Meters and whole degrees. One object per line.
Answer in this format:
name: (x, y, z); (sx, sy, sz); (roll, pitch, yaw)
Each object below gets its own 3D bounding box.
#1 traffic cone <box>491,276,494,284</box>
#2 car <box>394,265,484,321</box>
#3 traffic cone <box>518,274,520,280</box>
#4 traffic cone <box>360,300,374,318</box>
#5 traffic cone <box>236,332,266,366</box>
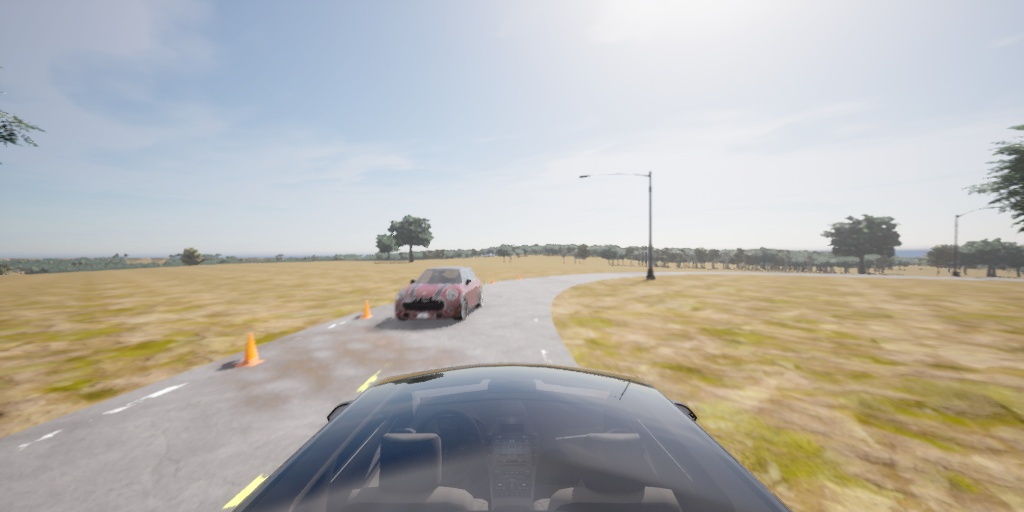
traffic cone: (-1.499, 1.848, 27.493); (0.340, 0.580, 0.340); (0, 0, 21)
car: (-2.383, 1.155, 12.682); (2.097, 1.767, 4.553); (0, 0, 6)
traffic cone: (0.640, 1.883, 32.309); (0.340, 0.580, 0.340); (0, 0, 27)
traffic cone: (-4.906, 1.778, 12.112); (0.340, 0.580, 0.340); (0, 0, 4)
traffic cone: (-5.002, 1.765, 6.872); (0.340, 0.580, 0.340); (0, 0, -1)
